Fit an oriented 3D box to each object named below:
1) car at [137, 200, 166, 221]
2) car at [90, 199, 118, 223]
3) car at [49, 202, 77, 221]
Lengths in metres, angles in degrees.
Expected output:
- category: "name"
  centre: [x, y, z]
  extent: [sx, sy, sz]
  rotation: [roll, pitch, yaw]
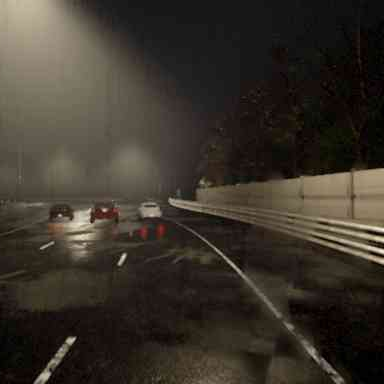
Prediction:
- category: "car"
  centre: [-3.612, 1.610, 27.974]
  extent: [1.812, 1.442, 4.674]
  rotation: [0, 0, -13]
- category: "car"
  centre: [-7.156, 1.457, 27.244]
  extent: [2.097, 1.767, 4.553]
  rotation: [0, 0, -14]
- category: "car"
  centre: [-11.231, 1.639, 28.996]
  extent: [1.837, 1.490, 4.892]
  rotation: [0, 0, -15]
